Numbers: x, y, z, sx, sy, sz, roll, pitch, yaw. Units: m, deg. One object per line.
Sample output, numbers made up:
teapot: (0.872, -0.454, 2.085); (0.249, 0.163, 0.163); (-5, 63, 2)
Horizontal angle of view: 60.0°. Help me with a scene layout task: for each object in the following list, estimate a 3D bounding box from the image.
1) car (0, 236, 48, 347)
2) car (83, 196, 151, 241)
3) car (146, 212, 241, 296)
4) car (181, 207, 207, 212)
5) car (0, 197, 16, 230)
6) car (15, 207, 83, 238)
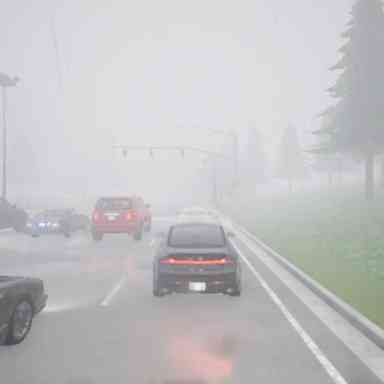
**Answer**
car: (-3.401, 1.541, 3.268); (2.033, 1.411, 5.357); (0, 0, 0)
car: (-3.392, 1.193, 16.747); (2.150, 2.045, 5.566); (0, 0, 0)
car: (0.104, 1.490, 8.554); (1.837, 1.490, 4.892); (0, 0, 0)
car: (0.107, 1.496, 17.631); (1.812, 1.442, 4.674); (0, 0, 0)
car: (-10.394, 1.194, 16.588); (2.150, 2.045, 5.566); (0, 0, 0)
car: (-6.860, 1.518, 17.480); (2.033, 1.411, 5.357); (0, 0, -3)
